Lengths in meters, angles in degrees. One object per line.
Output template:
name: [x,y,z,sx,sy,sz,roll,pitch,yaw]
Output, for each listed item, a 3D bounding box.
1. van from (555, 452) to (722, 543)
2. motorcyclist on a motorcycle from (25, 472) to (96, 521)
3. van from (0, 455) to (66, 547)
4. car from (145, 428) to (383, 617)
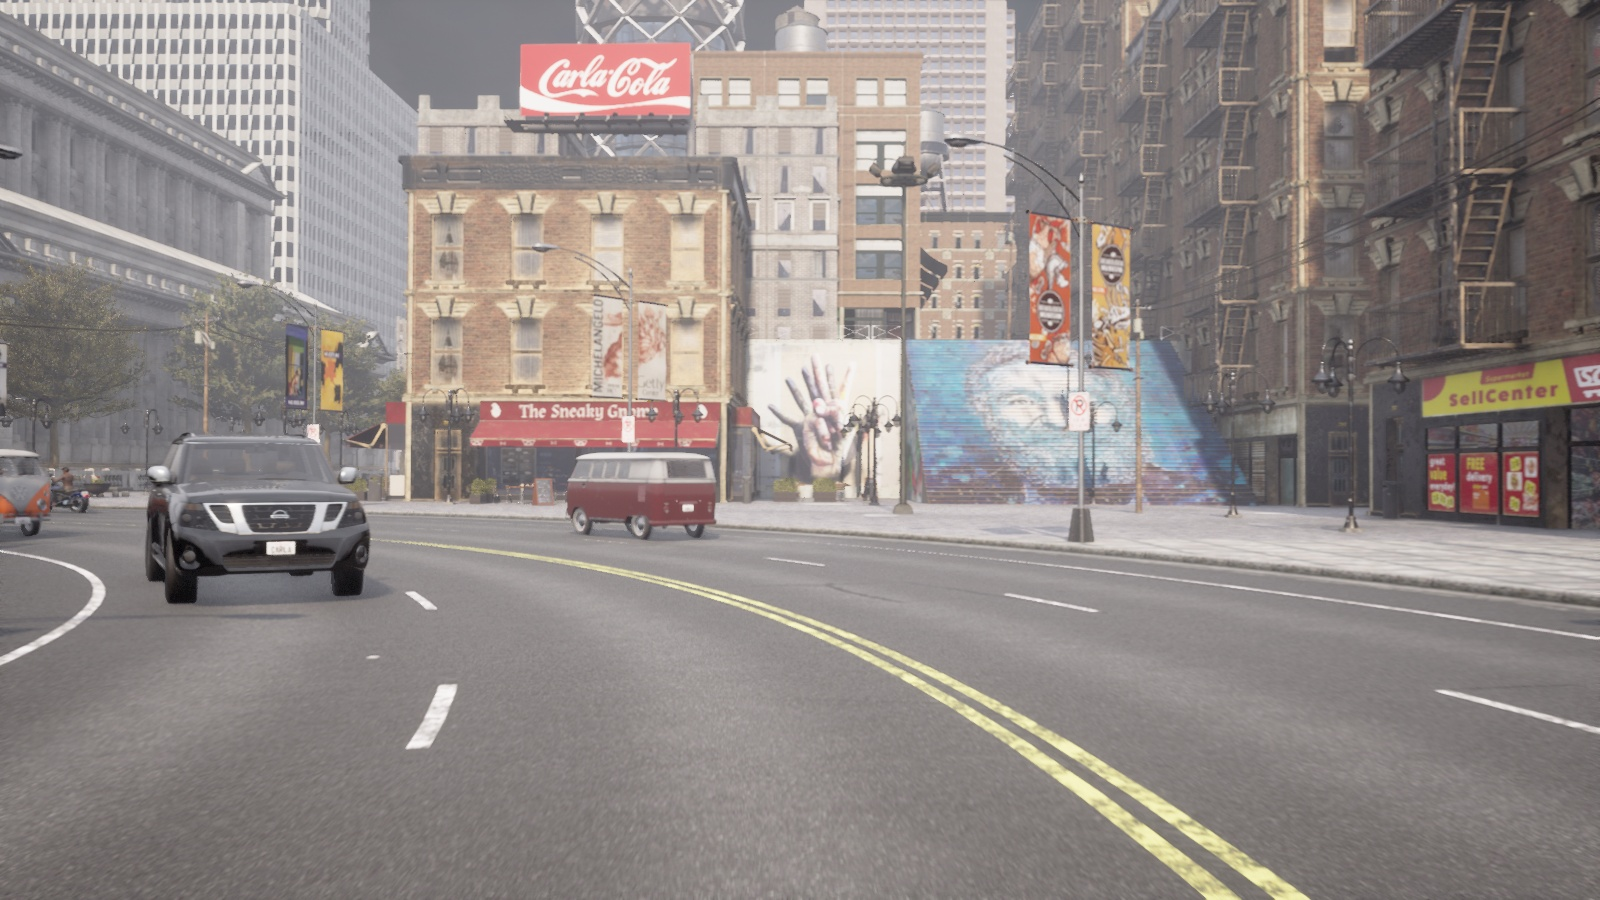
van: [-3.903,1.082,29.779,1.775,1.987,4.442,1,-1,-41]
motorcyclist on a motorcycle: [-25.594,1.597,43.453,2.350,1.649,0.766,-1,-1,19]
van: [-18.928,1.126,28.713,4.442,1.987,1.775,-1,-1,31]
car: [-7.229,0.840,16.524,2.150,2.045,5.566,0,-1,-31]
